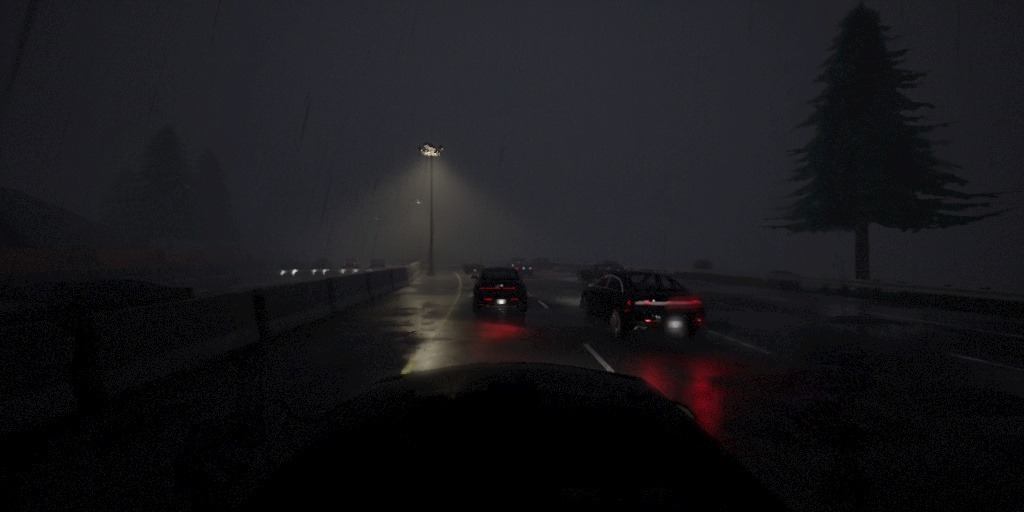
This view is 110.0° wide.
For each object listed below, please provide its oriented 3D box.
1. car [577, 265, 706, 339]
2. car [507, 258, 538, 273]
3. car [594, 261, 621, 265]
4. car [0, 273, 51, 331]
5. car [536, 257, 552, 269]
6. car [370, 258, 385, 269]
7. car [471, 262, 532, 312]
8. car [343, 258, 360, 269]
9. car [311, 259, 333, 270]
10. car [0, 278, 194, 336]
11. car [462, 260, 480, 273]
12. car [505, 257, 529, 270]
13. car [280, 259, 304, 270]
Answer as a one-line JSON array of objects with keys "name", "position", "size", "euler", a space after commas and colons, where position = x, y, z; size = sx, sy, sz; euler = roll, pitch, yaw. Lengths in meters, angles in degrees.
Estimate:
[{"name": "car", "position": [3.265, 1.179, 9.845], "size": [2.128, 1.511, 4.902], "euler": [0, 1, -3]}, {"name": "car", "position": [0.496, 1.085, 32.954], "size": [2.033, 1.411, 5.357], "euler": [0, 0, -11]}, {"name": "car", "position": [5.655, 1.193, 22.747], "size": [1.895, 1.301, 4.718], "euler": [0, 0, -7]}, {"name": "car", "position": [-14.356, 1.252, 8.065], "size": [1.837, 1.490, 4.892], "euler": [0, 0, -3]}, {"name": "car", "position": [3.875, 0.912, 49.040], "size": [2.128, 1.511, 4.902], "euler": [0, 0, -16]}, {"name": "car", "position": [-18.577, 1.024, 49.790], "size": [2.033, 1.411, 5.357], "euler": [0, 0, -18]}, {"name": "car", "position": [-0.516, 1.176, 13.914], "size": [1.837, 1.490, 4.892], "euler": [0, 1, -4]}, {"name": "car", "position": [-22.428, 0.962, 50.172], "size": [1.882, 1.535, 5.008], "euler": [0, 0, -18]}, {"name": "car", "position": [-25.420, 1.054, 48.180], "size": [2.033, 1.411, 5.357], "euler": [0, 0, -18]}, {"name": "car", "position": [-10.863, 1.278, 9.051], "size": [2.033, 1.411, 5.357], "euler": [0, 0, -3]}, {"name": "car", "position": [-4.270, 1.114, 38.453], "size": [1.895, 1.301, 4.718], "euler": [0, 0, -13]}, {"name": "car", "position": [0.574, 0.943, 47.749], "size": [1.837, 1.490, 4.892], "euler": [0, 1, -15]}, {"name": "car", "position": [-28.720, 1.088, 46.909], "size": [1.994, 1.385, 4.181], "euler": [0, 0, -18]}]
